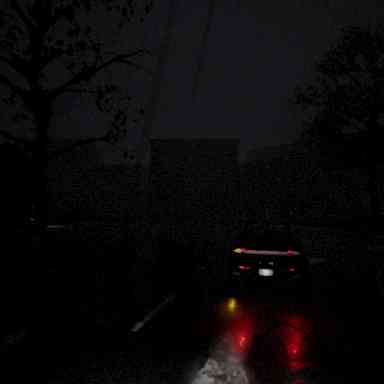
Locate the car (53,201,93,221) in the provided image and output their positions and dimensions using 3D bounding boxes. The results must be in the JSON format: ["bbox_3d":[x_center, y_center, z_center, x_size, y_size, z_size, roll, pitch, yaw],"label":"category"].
[{"bbox_3d":[-11.056,1.767,31.896,2.185,1.767,4.553,-1,-1,-1],"label":"car"}]

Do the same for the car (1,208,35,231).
[{"bbox_3d":[-13.969,1.921,24.592,5.357,1.411,2.033,-1,-1,-1],"label":"car"}]

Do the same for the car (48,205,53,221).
[{"bbox_3d":[-14.089,1.936,31.863,2.097,1.535,5.008,-1,-1,-1],"label":"car"}]

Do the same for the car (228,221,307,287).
[{"bbox_3d":[2.218,1.594,9.776,2.128,1.511,4.902,0,0,14],"label":"car"}]
